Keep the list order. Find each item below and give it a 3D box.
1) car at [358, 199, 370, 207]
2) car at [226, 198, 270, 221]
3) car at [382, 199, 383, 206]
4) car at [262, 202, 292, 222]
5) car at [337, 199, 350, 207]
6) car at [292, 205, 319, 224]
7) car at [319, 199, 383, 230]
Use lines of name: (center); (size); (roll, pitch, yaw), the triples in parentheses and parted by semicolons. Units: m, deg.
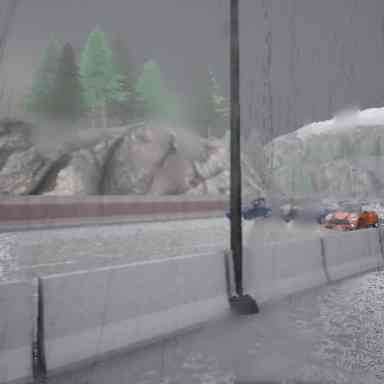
car: (32.615, 2.031, 62.952); (1.837, 1.490, 4.892); (-1, -1, 28)
car: (5.599, 1.610, 31.806); (2.150, 2.045, 5.566); (-1, -1, 45)
car: (34.825, 1.991, 59.613); (1.837, 1.490, 4.892); (-1, -1, 28)
car: (8.565, 1.868, 29.843); (1.812, 1.442, 4.674); (-1, -1, 44)
car: (29.470, 2.131, 64.488); (1.994, 1.385, 4.181); (-1, -1, 28)
car: (10.294, 1.765, 26.642); (5.008, 1.535, 1.882); (0, -1, -45)
car: (10.649, 1.576, 22.105); (4.553, 1.767, 2.097); (0, -1, -44)
